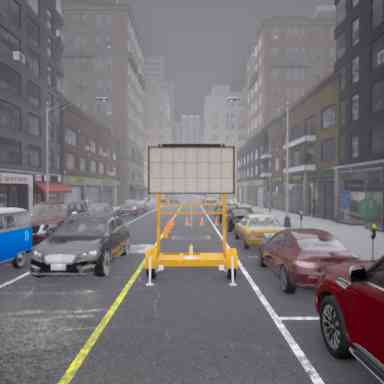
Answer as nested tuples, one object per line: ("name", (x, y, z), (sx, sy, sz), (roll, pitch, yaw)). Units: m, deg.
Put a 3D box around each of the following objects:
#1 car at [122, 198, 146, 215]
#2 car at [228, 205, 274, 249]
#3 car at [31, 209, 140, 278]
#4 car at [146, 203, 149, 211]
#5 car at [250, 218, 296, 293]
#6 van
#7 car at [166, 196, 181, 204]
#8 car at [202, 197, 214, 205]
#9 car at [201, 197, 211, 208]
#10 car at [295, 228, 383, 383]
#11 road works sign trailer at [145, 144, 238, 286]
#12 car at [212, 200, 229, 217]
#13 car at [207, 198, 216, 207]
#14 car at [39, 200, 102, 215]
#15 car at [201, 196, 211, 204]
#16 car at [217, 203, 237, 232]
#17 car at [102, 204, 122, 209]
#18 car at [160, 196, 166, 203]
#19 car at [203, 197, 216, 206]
("car", (-5.747, 1.421, 30.872), (1.967, 1.590, 4.097), (-1, 0, 0))
("car", (2.825, 1.518, 14.304), (1.752, 1.417, 4.829), (-1, 0, 0))
("car", (-3.122, 1.487, 10.217), (2.128, 1.511, 4.902), (0, 0, 0))
("car", (-5.758, 1.559, 36.458), (1.802, 1.307, 4.206), (-1, 0, 0))
("car", (2.838, 1.578, 8.548), (1.802, 1.307, 4.206), (-1, 0, 0))
("van", (-5.698, 1.337, 8.529), (1.690, 1.788, 3.998), (-1, 0, 0))
("car", (-3.154, 1.457, 60.325), (1.837, 1.490, 4.892), (0, 0, 0))
("car", (2.736, 1.517, 58.821), (1.947, 1.339, 4.313), (-1, 0, 0))
("car", (2.758, 1.516, 47.649), (2.008, 1.369, 4.403), (-1, 0, 0))
("car", (2.846, 1.314, 2.962), (2.192, 1.841, 5.009), (-1, 0, 0))
("road works sign trailer", (-0.015, 0.460, 9.374), (2.380, 3.560, 2.880), (0, 0, 0))
("car", (2.803, 1.551, 25.305), (1.947, 1.339, 4.313), (-1, 0, 0))
("car", (2.792, 1.532, 30.891), (2.008, 1.369, 4.403), (-1, 0, 0))
("car", (-5.711, 1.308, 14.115), (2.192, 1.841, 5.009), (-1, 0, 0))
("car", (2.725, 1.525, 64.407), (1.802, 1.307, 4.206), (-1, 0, 0))
("car", (2.815, 1.555, 19.720), (1.947, 1.339, 4.313), (-1, 0, 0))
("car", (-5.722, 1.429, 19.701), (1.967, 1.590, 4.097), (-1, 0, 0))
("car", (-5.821, 1.488, 64.386), (1.887, 1.381, 4.507), (-1, 0, 0))
("car", (2.747, 1.483, 53.405), (1.752, 1.417, 4.829), (-1, 0, 0))
